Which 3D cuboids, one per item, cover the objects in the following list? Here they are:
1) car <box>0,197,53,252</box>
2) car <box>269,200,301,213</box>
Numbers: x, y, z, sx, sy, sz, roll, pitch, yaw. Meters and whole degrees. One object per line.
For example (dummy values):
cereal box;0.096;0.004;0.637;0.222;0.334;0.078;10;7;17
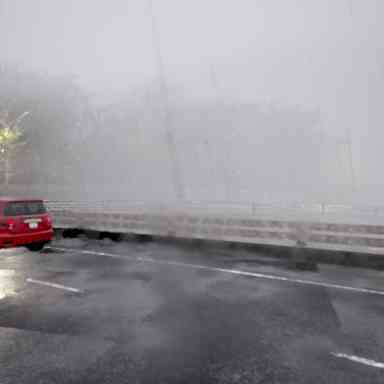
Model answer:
car;-7.698;1.222;12.451;5.566;2.045;2.150;0;0;28
car;12.577;1.922;45.004;4.553;1.767;2.097;2;-1;-26
